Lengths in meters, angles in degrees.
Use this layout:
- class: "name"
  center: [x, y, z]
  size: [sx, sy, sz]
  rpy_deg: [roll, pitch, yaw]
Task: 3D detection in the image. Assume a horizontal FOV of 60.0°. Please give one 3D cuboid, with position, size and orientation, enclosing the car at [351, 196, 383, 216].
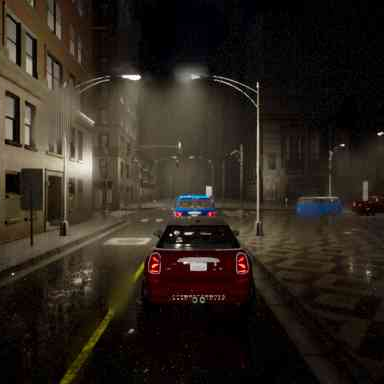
- class: "car"
  center: [17.421, 1.323, 30.842]
  size: [5.009, 1.841, 2.192]
  rpy_deg: [0, 0, -1]

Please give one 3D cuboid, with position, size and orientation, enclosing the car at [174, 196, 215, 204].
- class: "car"
  center: [0.132, 1.208, 17.887]
  size: [2.150, 2.045, 5.566]
  rpy_deg: [0, 0, 0]

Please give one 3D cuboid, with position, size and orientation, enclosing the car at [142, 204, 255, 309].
- class: "car"
  center: [0.116, 1.347, 8.030]
  size: [2.097, 1.767, 4.553]
  rpy_deg: [0, 0, 0]

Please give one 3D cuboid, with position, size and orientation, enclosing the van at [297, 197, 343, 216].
- class: "van"
  center: [11.780, 1.350, 30.766]
  size: [3.998, 1.788, 1.690]
  rpy_deg: [0, 0, -1]
